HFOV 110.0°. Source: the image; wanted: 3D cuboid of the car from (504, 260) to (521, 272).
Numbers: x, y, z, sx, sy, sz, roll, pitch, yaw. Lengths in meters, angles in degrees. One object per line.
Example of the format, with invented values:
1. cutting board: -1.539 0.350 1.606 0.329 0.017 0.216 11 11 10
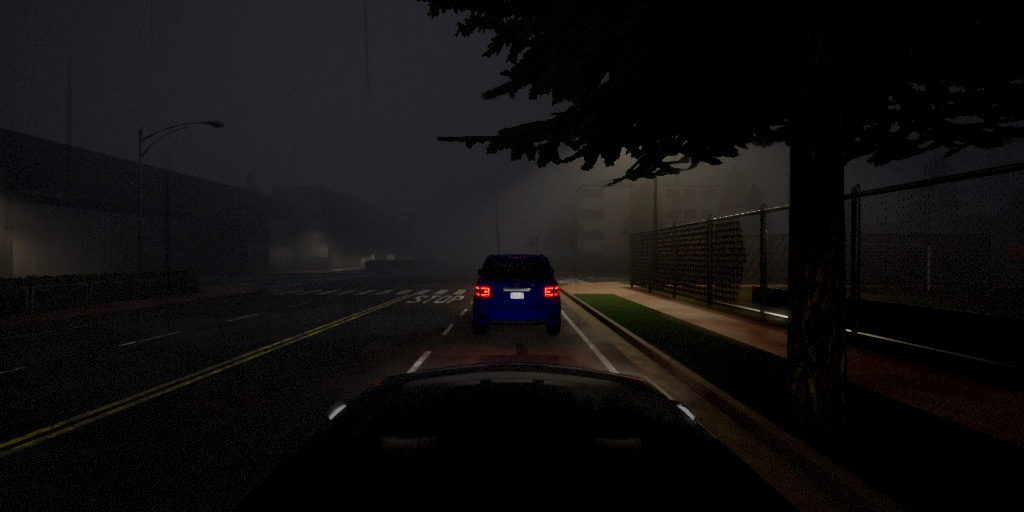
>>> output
1. car: 0.063 1.241 46.343 2.128 1.511 4.902 0 0 -1

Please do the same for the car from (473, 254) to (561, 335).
1. car: 0.124 0.972 10.642 2.150 2.045 5.566 0 0 0
